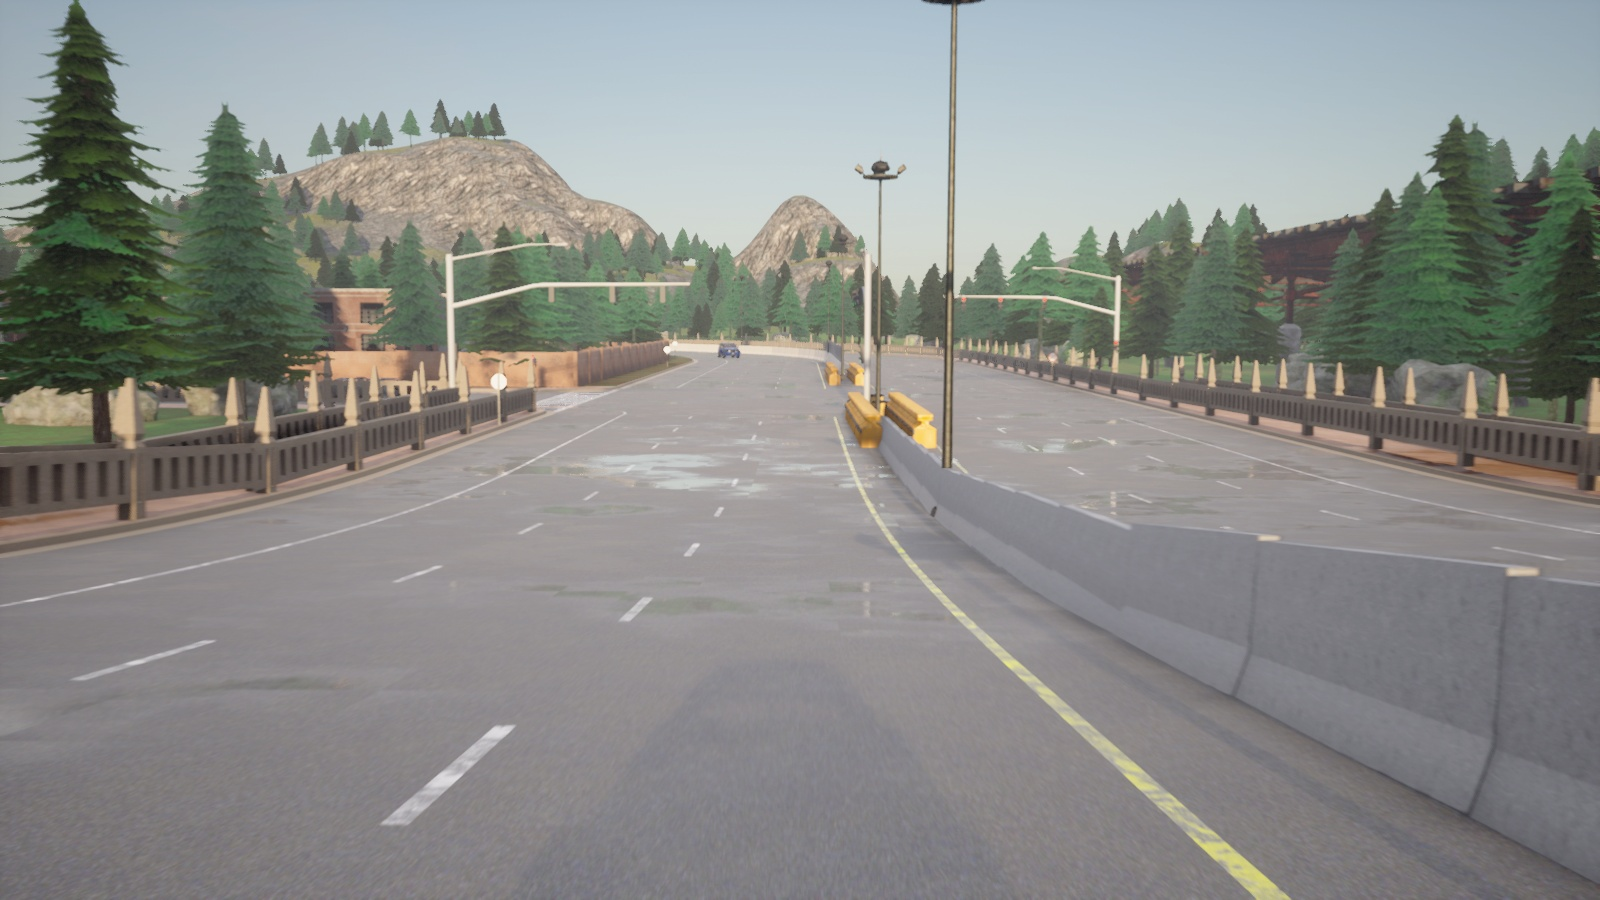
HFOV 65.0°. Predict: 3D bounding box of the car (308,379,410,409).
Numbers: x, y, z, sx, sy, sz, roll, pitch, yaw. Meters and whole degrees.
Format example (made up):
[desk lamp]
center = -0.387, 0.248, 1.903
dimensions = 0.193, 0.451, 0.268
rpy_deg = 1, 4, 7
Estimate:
[car]
center = -24.504, -3.138, 69.898
dimensions = 4.902, 1.511, 2.128
rpy_deg = 0, 6, 0
